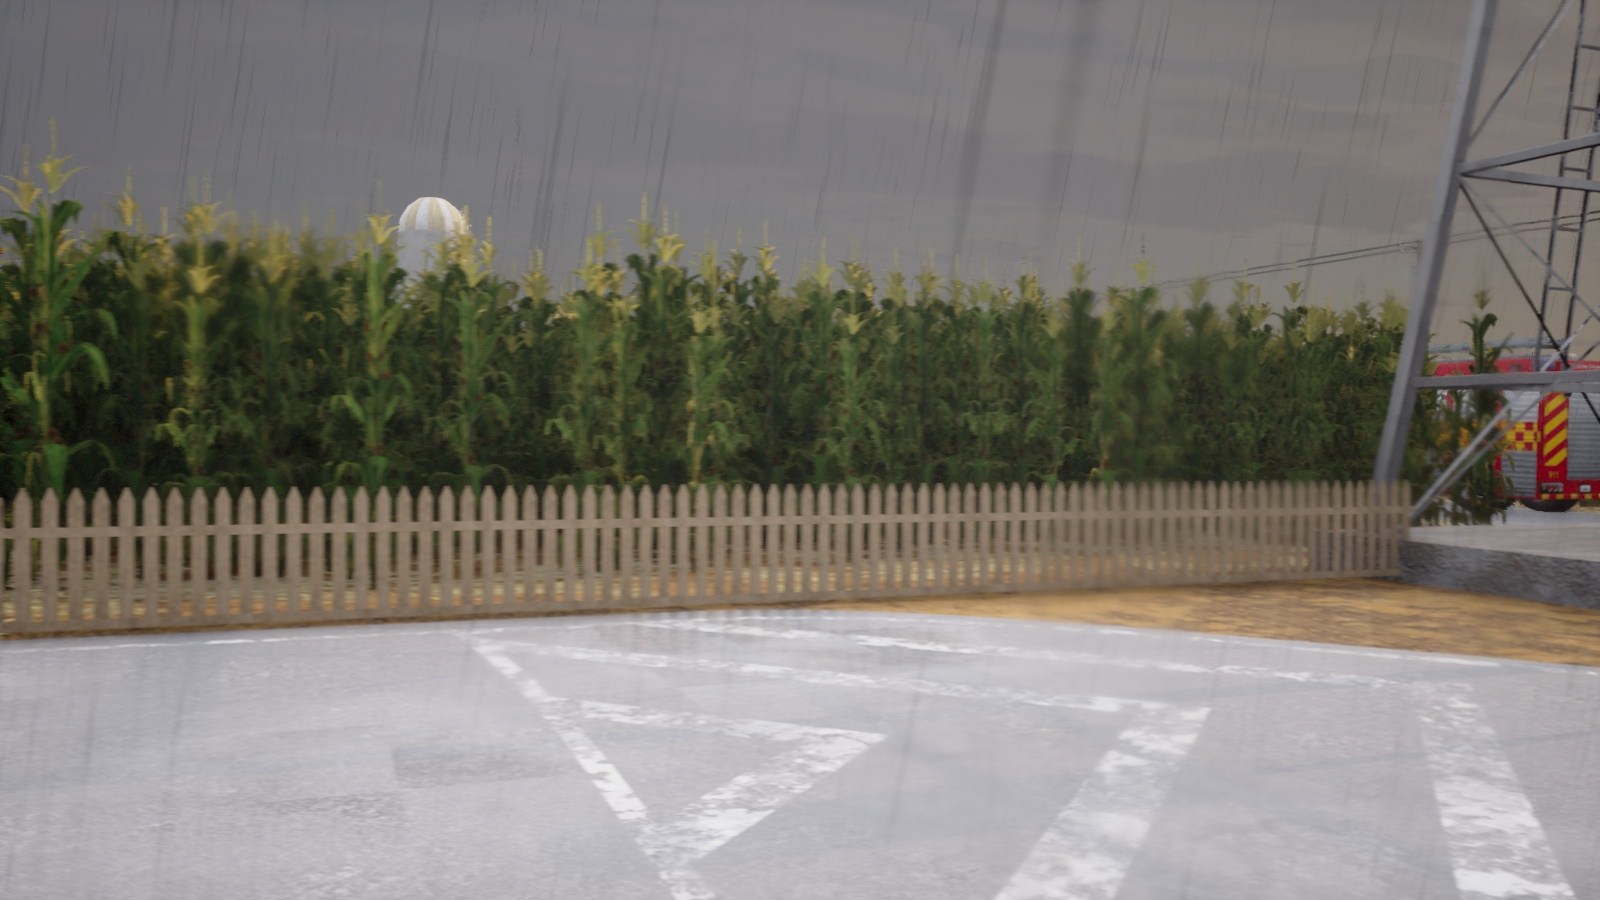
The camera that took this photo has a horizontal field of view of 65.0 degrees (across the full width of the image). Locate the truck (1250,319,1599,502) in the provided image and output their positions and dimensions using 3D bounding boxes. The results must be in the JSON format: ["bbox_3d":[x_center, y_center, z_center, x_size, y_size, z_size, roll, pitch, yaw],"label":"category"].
[{"bbox_3d":[15.128,-0.890,30.698,2.891,3.827,8.468,-1,1,-21],"label":"truck"}]
